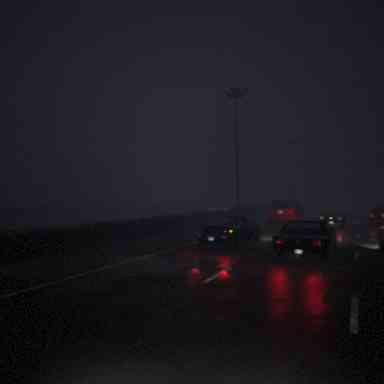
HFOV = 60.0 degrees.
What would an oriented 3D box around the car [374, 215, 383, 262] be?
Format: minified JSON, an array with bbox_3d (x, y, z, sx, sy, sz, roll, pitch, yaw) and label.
[{"bbox_3d":[7.857,1.730,11.930,1.994,1.385,4.181,0,-1,27],"label":"car"}]

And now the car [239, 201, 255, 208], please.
[{"bbox_3d":[11.362,2.580,65.944,1.837,1.490,4.892,0,-1,27],"label":"car"}]

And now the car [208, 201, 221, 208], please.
[{"bbox_3d":[5.086,2.650,69.022,2.033,1.411,5.357,0,-1,27],"label":"car"}]

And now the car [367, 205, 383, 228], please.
[{"bbox_3d":[14.567,1.761,25.348,2.097,1.767,4.553,0,-1,27],"label":"car"}]

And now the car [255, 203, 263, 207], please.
[{"bbox_3d":[14.497,2.563,64.398,2.128,1.511,4.902,0,-1,27],"label":"car"}]

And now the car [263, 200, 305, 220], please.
[{"bbox_3d":[7.946,1.655,27.779,2.150,2.045,5.566,0,-1,27],"label":"car"}]

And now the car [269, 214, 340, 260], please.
[{"bbox_3d":[4.644,1.780,13.337,1.895,1.301,4.718,0,-1,27],"label":"car"}]

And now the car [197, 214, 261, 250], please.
[{"bbox_3d":[1.826,1.732,15.513,1.812,1.442,4.674,0,-1,27],"label":"car"}]

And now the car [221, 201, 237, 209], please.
[{"bbox_3d":[8.223,2.572,67.479,1.882,1.535,5.008,0,-1,27],"label":"car"}]

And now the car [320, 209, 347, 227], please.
[{"bbox_3d":[11.361,2.025,26.768,1.895,1.301,4.718,0,-1,27],"label":"car"}]
